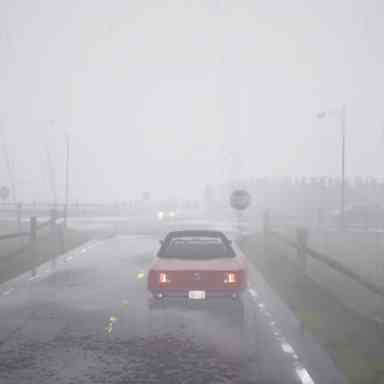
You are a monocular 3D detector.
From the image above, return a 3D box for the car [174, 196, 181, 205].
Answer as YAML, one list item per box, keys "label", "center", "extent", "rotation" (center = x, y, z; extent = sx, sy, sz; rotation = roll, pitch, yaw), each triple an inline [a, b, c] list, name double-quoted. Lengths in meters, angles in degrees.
- label: "car"
  center: [-2.881, 1.577, 49.546]
  extent: [2.033, 1.411, 5.357]
  rotation: [0, 0, 0]

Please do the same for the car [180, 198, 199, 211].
- label: "car"
  center: [-0.075, 1.620, 40.148]
  extent: [1.895, 1.301, 4.718]
  rotation: [0, 0, 2]

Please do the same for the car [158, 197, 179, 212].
- label: "car"
  center: [-2.884, 1.583, 38.954]
  extent: [1.994, 1.385, 4.181]
  rotation: [0, 0, -1]

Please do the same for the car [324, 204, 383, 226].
- label: "car"
  center: [12.701, 1.700, 25.705]
  extent: [4.553, 1.767, 2.097]
  rotation: [1, -1, -1]

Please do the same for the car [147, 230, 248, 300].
- label: "car"
  center: [0.095, 1.603, 8.344]
  extent: [1.895, 1.301, 4.718]
  rotation: [0, 0, 0]

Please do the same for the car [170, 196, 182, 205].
- label: "car"
  center: [-2.872, 1.520, 60.009]
  extent: [1.882, 1.535, 5.008]
  rotation: [0, 0, 1]
